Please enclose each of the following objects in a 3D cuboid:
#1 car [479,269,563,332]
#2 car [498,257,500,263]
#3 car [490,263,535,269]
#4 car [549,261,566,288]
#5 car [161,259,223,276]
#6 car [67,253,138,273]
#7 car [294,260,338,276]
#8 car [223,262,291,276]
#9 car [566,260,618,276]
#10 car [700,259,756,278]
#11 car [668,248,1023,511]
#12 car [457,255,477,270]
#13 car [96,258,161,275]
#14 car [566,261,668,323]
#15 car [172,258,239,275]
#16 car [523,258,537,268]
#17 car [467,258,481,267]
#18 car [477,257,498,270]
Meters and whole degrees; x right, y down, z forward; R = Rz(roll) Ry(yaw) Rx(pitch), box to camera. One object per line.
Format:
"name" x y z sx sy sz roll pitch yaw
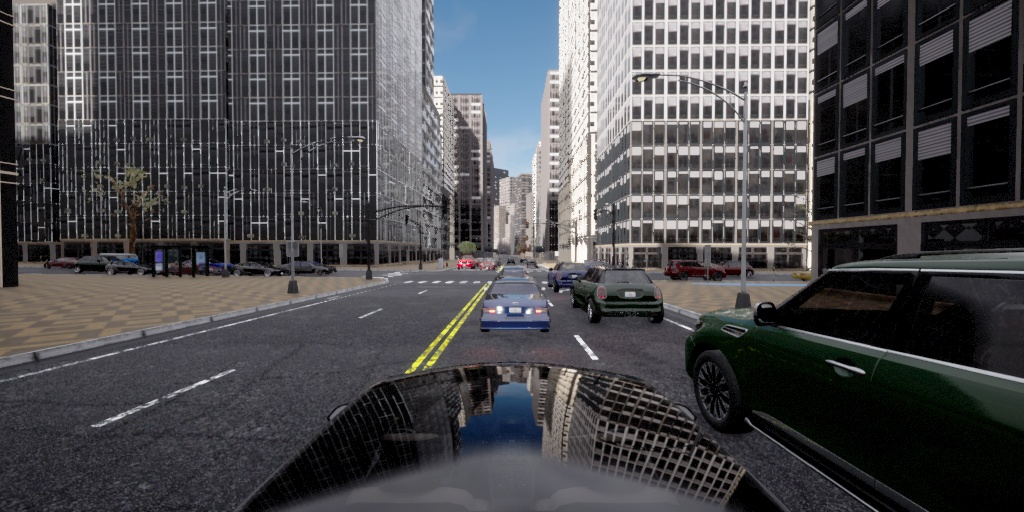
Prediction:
"car" 0.080 1.293 10.771 2.033 1.411 5.357 0 0 0
"car" -3.471 1.231 60.053 1.812 1.442 4.674 0 0 0
"car" 0.055 1.304 20.014 1.994 1.385 4.181 0 0 0
"car" 3.303 1.092 21.082 2.097 1.767 4.553 0 0 0
"car" -28.489 1.137 32.318 4.207 1.307 1.802 0 0 1
"car" -39.881 0.760 35.219 4.553 1.767 2.097 1 1 1
"car" -19.989 1.136 34.856 5.357 1.411 2.033 1 1 1
"car" -22.804 1.173 32.199 4.313 1.339 1.948 0 0 1
"car" 8.261 1.274 37.294 5.008 1.535 1.882 0 1 -5
"car" 22.511 1.270 37.444 4.553 1.767 2.097 1 1 1
"car" 3.345 0.971 2.371 2.150 2.045 5.566 0 0 0
"car" -6.713 0.935 53.353 2.150 2.045 5.566 0 0 0
"car" -34.170 1.069 32.478 4.313 1.339 1.948 0 0 1
"car" 3.325 1.097 12.217 2.097 1.767 4.553 0 0 0
"car" -29.850 0.977 35.034 5.008 1.535 1.882 1 1 1
"car" 3.201 1.212 60.001 1.837 1.490 4.892 0 1 0
"car" -6.708 1.179 63.698 1.882 1.535 5.008 0 0 1
"car" -3.432 1.068 51.209 2.097 1.767 4.553 0 0 -1
